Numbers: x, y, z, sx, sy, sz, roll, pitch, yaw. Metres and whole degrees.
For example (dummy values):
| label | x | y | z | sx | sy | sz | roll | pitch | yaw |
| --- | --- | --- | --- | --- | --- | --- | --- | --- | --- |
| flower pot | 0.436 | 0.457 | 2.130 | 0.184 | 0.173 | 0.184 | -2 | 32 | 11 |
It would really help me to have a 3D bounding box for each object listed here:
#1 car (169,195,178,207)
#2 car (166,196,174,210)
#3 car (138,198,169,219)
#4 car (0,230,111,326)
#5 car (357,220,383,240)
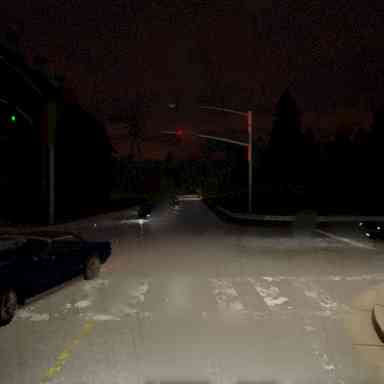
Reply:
| label | x | y | z | sx | sy | sz | roll | pitch | yaw |
| --- | --- | --- | --- | --- | --- | --- | --- | --- | --- |
| car | -3.511 | 1.526 | 48.878 | 1.812 | 1.442 | 4.674 | 0 | 0 | 0 |
| car | -3.533 | 1.505 | 39.581 | 1.837 | 1.490 | 4.892 | 0 | 0 | 0 |
| car | -3.550 | 1.547 | 29.836 | 2.033 | 1.411 | 5.357 | 0 | 0 | 0 |
| car | -3.657 | 1.590 | 7.322 | 1.895 | 1.301 | 4.718 | 0 | 0 | 12 |
| car | 10.006 | 1.574 | 14.802 | 4.718 | 1.301 | 1.895 | 0 | 0 | -1 |
